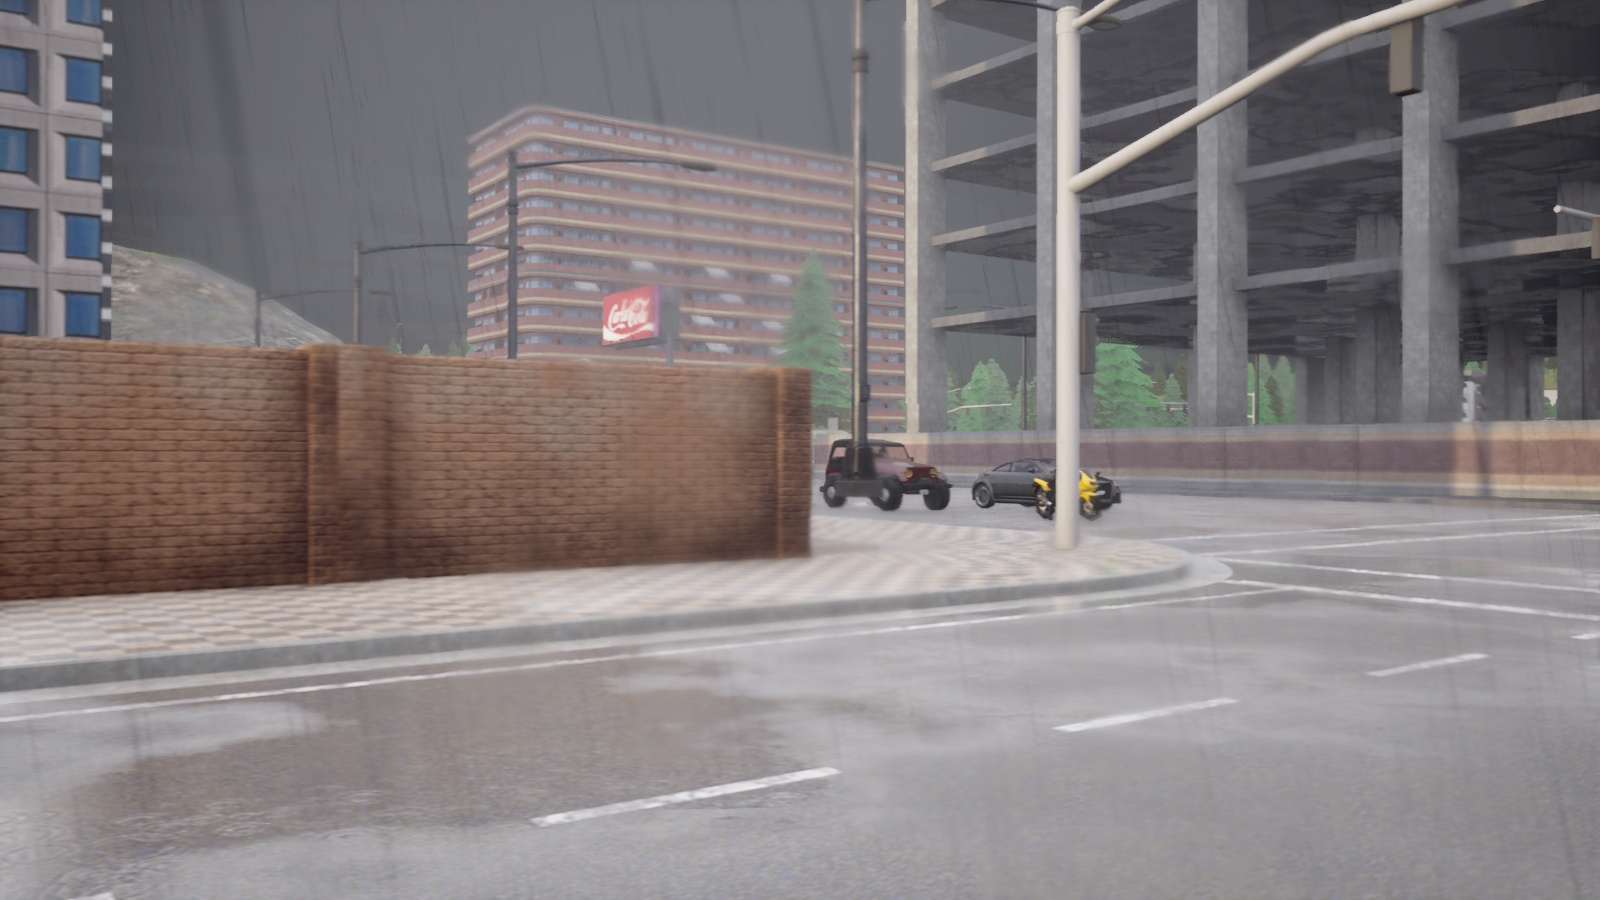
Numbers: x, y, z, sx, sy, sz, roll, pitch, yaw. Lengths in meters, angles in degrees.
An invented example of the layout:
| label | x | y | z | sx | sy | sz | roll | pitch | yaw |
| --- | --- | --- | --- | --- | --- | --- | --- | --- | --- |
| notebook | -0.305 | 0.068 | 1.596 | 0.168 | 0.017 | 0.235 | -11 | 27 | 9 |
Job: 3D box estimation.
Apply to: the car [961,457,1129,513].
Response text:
| label | x | y | z | sx | sy | sz | roll | pitch | yaw |
| --- | --- | --- | --- | --- | --- | --- | --- | --- | --- |
| car | 6.429 | 0.877 | 33.332 | 1.994 | 1.385 | 4.181 | 0 | 0 | -34 |

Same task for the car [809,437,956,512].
| label | x | y | z | sx | sy | sz | roll | pitch | yaw |
| --- | --- | --- | --- | --- | --- | --- | --- | --- | --- |
| car | 2.130 | 0.618 | 33.417 | 1.905 | 1.878 | 3.866 | 0 | 0 | -34 |

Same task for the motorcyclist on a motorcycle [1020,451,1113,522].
| label | x | y | z | sx | sy | sz | roll | pitch | yaw |
| --- | --- | --- | --- | --- | --- | --- | --- | --- | --- |
| motorcyclist on a motorcycle | 5.901 | 0.783 | 27.908 | 0.797 | 1.523 | 2.044 | 0 | 0 | -35 |
